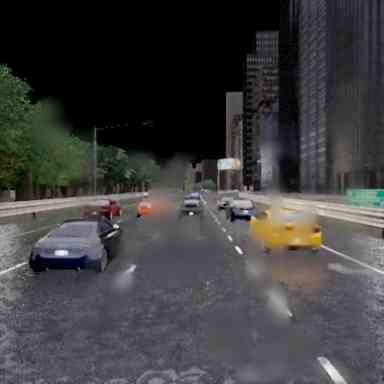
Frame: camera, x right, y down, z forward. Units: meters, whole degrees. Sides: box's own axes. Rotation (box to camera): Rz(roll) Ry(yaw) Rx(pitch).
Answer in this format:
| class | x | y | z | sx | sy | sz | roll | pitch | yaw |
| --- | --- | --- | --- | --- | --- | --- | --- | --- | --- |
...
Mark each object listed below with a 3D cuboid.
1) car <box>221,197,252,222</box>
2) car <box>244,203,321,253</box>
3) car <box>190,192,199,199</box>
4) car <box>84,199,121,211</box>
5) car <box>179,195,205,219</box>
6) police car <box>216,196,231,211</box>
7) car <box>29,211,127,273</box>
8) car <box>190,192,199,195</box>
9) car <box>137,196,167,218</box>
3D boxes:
| class | x | y | z | sx | sy | sz | roll | pitch | yaw |
| --- | --- | --- | --- | --- | --- | --- | --- | --- | --- |
| car | 3.580 | 1.337 | 24.451 | 2.163 | 1.488 | 4.792 | 0 | 1 | 0 |
| car | 3.528 | 1.426 | 13.450 | 1.882 | 1.535 | 5.008 | 0 | 1 | 0 |
| car | 0.562 | 0.816 | 75.633 | 2.128 | 1.511 | 4.902 | 0 | 1 | 1 |
| car | -6.810 | 1.296 | 25.776 | 1.882 | 1.535 | 5.008 | 0 | 1 | 0 |
| car | -0.002 | 1.310 | 27.203 | 1.837 | 1.490 | 4.892 | 0 | 1 | 1 |
| police car | 3.656 | 1.222 | 35.392 | 2.038 | 1.542 | 4.974 | 0 | 1 | 0 |
| car | -3.378 | 1.536 | 10.632 | 1.994 | 1.385 | 4.181 | 0 | 0 | 0 |
| car | 0.456 | 0.960 | 57.499 | 1.882 | 1.535 | 5.008 | 0 | 1 | 1 |
| car | -3.292 | 1.144 | 28.240 | 2.097 | 1.767 | 4.553 | 0 | 1 | 0 |
